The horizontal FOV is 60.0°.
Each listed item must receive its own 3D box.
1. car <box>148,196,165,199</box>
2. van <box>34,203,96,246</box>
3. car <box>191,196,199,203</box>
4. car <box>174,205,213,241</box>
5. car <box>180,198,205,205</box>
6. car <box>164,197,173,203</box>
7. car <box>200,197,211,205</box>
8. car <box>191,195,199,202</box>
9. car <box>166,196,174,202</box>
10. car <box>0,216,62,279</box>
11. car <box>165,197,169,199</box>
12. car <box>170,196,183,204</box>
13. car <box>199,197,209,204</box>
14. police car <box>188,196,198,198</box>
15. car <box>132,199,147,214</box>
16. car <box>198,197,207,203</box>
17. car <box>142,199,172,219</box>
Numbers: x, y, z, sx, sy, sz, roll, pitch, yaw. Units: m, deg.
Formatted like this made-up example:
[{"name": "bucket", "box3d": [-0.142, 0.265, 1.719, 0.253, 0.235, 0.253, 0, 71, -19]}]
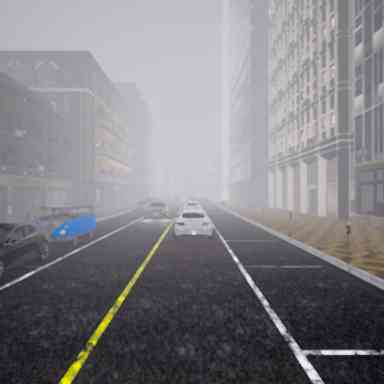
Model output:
[{"name": "car", "box3d": [-5.734, 1.518, 49.244, 2.192, 1.841, 5.009, 0, 0, 0]}, {"name": "van", "box3d": [-5.703, 1.402, 15.353, 1.690, 1.788, 3.998, 0, 0, 0]}, {"name": "car", "box3d": [0.710, 1.857, 81.373, 1.837, 1.490, 4.892, 0, 0, 1]}, {"name": "car", "box3d": [0.071, 1.593, 17.084, 1.812, 1.442, 4.674, 0, 0, 0]}, {"name": "car", "box3d": [0.070, 1.655, 32.729, 1.812, 1.442, 4.674, 0, 0, 0]}, {"name": "car", "box3d": [-5.764, 1.927, 83.134, 1.947, 1.339, 4.313, 0, 0, 0]}, {"name": "car", "box3d": [2.637, 1.780, 60.718, 1.752, 1.417, 4.829, 0, 0, 0]}, {"name": "car", "box3d": [0.824, 1.733, 87.324, 2.097, 1.767, 4.553, 0, 0, 0]}, {"name": "car", "box3d": [-5.769, 1.913, 88.613, 1.752, 1.417, 4.829, 0, 0, 0]}, {"name": "car", "box3d": [-5.698, 1.605, 9.704, 1.947, 1.339, 4.313, 0, 0, 0]}, {"name": "car", "box3d": [-5.743, 1.695, 60.541, 1.967, 1.590, 4.097, 0, 0, 0]}, {"name": "car", "box3d": [-3.063, 1.655, 71.962, 2.097, 1.767, 4.553, 0, 0, 0]}, {"name": "car", "box3d": [2.627, 1.857, 71.845, 2.008, 1.369, 4.403, 0, 0, 0]}, {"name": "police car", "box3d": [0.185, 1.729, 71.341, 1.930, 1.638, 5.238, 0, 0, -18]}, {"name": "car", "box3d": [-5.723, 1.734, 37.946, 1.802, 1.307, 4.206, 0, 0, 0]}, {"name": "car", "box3d": [2.617, 1.926, 83.142, 1.947, 1.339, 4.313, 0, 0, 0]}, {"name": "car", "box3d": [-3.124, 1.647, 30.811, 1.812, 1.442, 4.674, 0, 0, 0]}]
